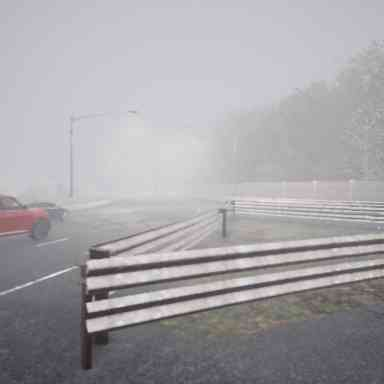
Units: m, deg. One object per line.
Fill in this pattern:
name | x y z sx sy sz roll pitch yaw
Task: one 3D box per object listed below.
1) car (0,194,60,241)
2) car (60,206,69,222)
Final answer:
car | -7.880 1.057 12.705 2.150 2.045 5.566 1 0 15
car | -9.670 1.259 21.053 1.837 1.490 4.892 1 0 10
